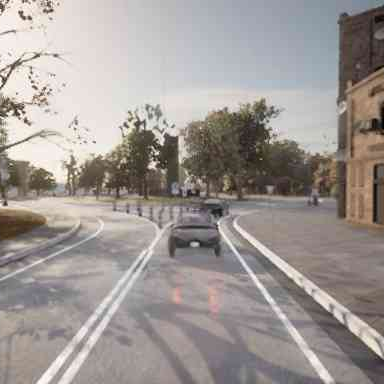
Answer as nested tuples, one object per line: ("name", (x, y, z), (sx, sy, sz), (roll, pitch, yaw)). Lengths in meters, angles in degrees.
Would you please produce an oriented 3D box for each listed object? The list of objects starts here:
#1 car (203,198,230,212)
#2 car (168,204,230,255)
("car", (2.080, 1.260, 28.993), (1.882, 1.535, 5.008), (0, 1, 16))
("car", (0.089, 1.461, 13.101), (2.128, 1.511, 4.902), (0, 0, 0))
